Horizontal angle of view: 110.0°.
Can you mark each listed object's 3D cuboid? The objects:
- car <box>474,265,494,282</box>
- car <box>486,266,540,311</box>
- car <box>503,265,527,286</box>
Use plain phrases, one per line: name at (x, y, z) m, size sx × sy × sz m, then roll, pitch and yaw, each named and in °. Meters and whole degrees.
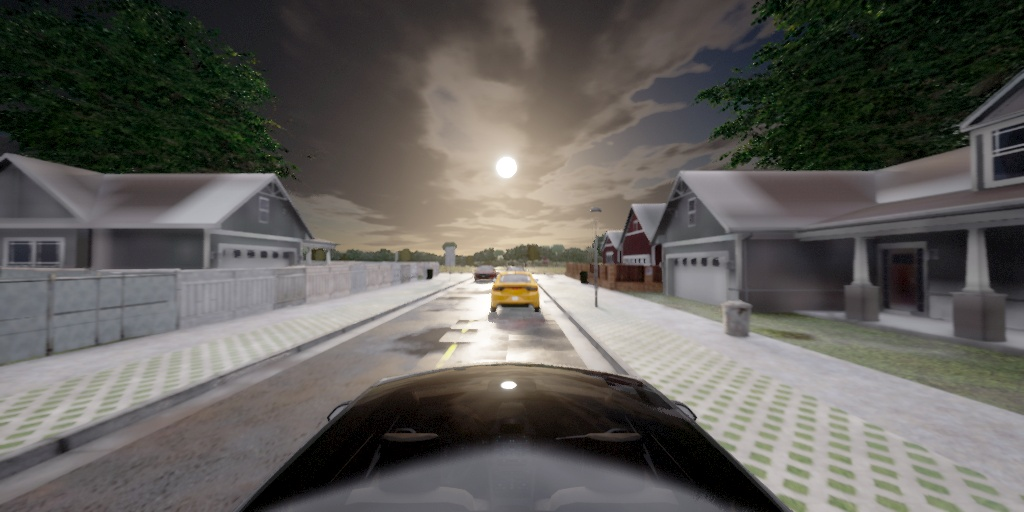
car at (-2.541, 1.639, 34.824) m, size 1.882 × 1.535 × 5.008 m, roll 0°, pitch -1°, yaw 1°
car at (0.154, 1.392, 15.377) m, size 1.882 × 1.535 × 5.008 m, roll 0°, pitch 0°, yaw 1°
car at (0.269, 1.574, 29.744) m, size 1.882 × 1.535 × 5.008 m, roll 0°, pitch -1°, yaw 1°
